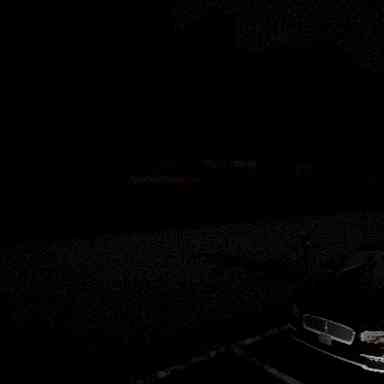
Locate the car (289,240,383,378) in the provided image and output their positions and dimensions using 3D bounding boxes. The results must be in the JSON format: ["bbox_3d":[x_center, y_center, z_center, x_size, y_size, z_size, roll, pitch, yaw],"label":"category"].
[{"bbox_3d":[3.353,1.484,5.199,4.403,1.369,2.008,-1,-1,-35],"label":"car"}]
